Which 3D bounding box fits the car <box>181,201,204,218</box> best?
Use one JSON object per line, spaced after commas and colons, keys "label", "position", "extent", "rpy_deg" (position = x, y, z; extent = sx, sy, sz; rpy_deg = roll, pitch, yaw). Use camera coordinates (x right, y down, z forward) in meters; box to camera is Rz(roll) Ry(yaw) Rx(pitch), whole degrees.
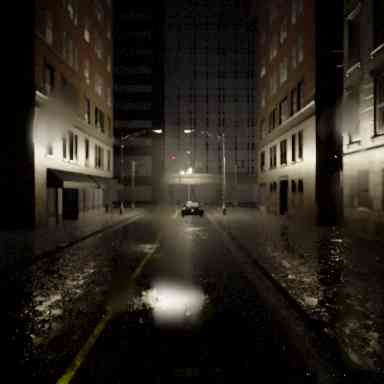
{"label": "car", "position": [0.030, 1.532, 30.269], "extent": [1.994, 1.385, 4.181], "rpy_deg": [0, 0, 0]}
